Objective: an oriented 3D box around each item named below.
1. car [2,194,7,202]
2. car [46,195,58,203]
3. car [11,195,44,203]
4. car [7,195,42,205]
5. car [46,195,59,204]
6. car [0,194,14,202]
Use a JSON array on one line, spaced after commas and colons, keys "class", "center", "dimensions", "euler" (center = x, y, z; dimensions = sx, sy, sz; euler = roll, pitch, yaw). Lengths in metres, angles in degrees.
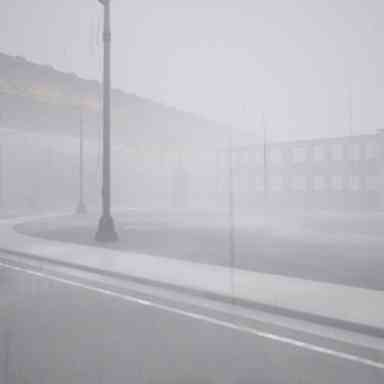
[{"class": "car", "center": [-40.453, 1.049, 70.013], "dimensions": [4.536, 1.218, 1.853], "euler": [0, 0, 2]}, {"class": "car", "center": [-23.640, 1.122, 56.253], "dimensions": [1.853, 1.218, 4.536], "euler": [0, 0, -23]}, {"class": "car", "center": [-27.199, 1.114, 54.997], "dimensions": [4.536, 1.218, 1.853], "euler": [0, 0, 7]}, {"class": "car", "center": [-27.147, 1.272, 54.991], "dimensions": [4.974, 1.542, 2.038], "euler": [0, 0, 7]}, {"class": "car", "center": [-23.619, 1.279, 56.206], "dimensions": [2.038, 1.542, 4.974], "euler": [0, 0, -23]}, {"class": "car", "center": [-40.505, 1.207, 70.015], "dimensions": [4.974, 1.542, 2.038], "euler": [0, 0, 2]}]
